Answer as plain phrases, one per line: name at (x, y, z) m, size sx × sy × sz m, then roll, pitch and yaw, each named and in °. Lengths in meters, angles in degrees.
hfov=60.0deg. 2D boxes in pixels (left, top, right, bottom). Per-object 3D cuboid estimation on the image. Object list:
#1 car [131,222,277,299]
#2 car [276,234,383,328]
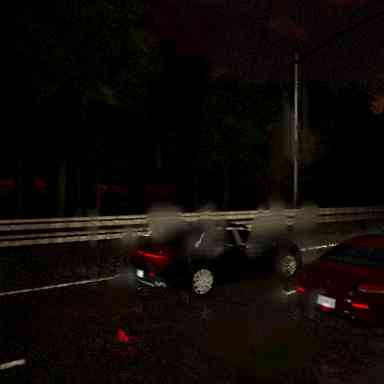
car at (0.843, 1.551, 8.640) m, size 4.892 × 1.490 × 1.837 m, roll 1°, pitch 0°, yaw -35°
car at (3.994, 1.584, 6.586) m, size 4.674 × 1.442 × 1.812 m, roll 1°, pitch 0°, yaw -35°
